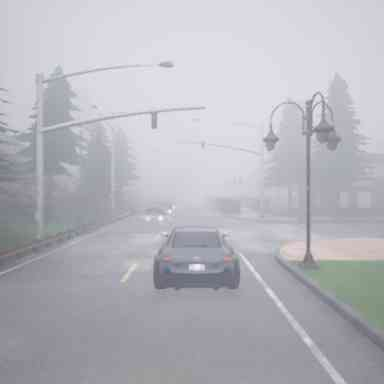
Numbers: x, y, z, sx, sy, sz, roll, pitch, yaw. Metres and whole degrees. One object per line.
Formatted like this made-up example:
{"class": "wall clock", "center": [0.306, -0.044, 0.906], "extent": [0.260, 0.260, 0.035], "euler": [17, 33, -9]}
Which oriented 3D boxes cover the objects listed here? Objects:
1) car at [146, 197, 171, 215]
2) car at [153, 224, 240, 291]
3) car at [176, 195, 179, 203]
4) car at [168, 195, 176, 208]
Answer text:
{"class": "car", "center": [-3.590, 1.543, 34.481], "extent": [2.033, 1.411, 5.357], "euler": [0, 0, 0]}
{"class": "car", "center": [0.093, 1.562, 9.039], "extent": [1.994, 1.385, 4.181], "euler": [0, 0, 0]}
{"class": "car", "center": [-3.562, 1.497, 54.639], "extent": [1.837, 1.490, 4.892], "euler": [0, 0, 0]}
{"class": "car", "center": [-3.584, 1.472, 44.334], "extent": [1.882, 1.535, 5.008], "euler": [0, 0, 0]}
